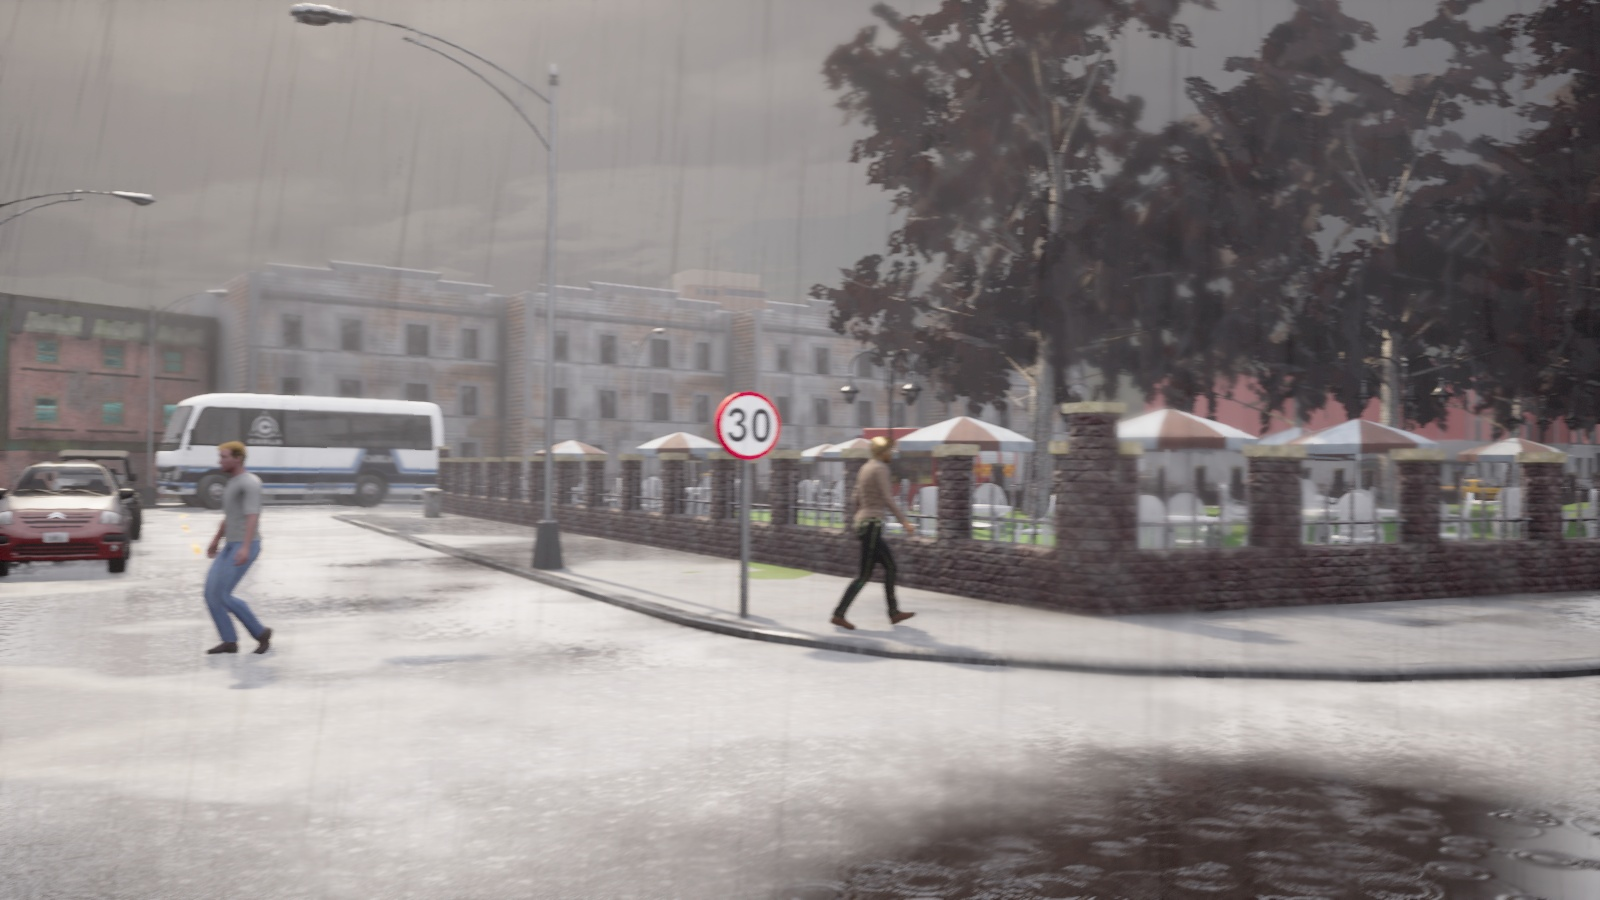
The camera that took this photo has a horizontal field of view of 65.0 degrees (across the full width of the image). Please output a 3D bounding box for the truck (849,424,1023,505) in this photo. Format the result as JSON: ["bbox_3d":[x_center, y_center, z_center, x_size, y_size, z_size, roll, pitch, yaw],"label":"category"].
[{"bbox_3d":[6.867,0.745,63.058,8.468,3.827,2.891,1,-1,-27],"label":"truck"}]

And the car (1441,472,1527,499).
[{"bbox_3d":[41.406,2.119,76.009,5.366,1.575,1.801,1,-1,-27],"label":"car"}]

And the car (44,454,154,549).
[{"bbox_3d":[-15.027,1.056,27.076,1.905,1.878,3.866,1,-1,-27],"label":"car"}]

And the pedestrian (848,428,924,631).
[{"bbox_3d":[0.795,0.726,11.681,0.634,1.846,0.331,0,-1,-12],"label":"pedestrian"}]

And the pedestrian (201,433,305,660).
[{"bbox_3d":[-4.578,0.784,10.518,0.706,1.836,0.354,1,-1,-44],"label":"pedestrian"}]

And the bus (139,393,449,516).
[{"bbox_3d":[-19.221,0.233,48.184,10.273,4.253,3.944,1,-1,-38],"label":"bus"}]

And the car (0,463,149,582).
[{"bbox_3d":[-11.052,1.029,19.217,1.851,1.617,3.988,1,-1,-27],"label":"car"}]
